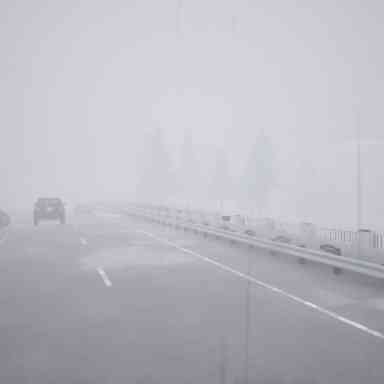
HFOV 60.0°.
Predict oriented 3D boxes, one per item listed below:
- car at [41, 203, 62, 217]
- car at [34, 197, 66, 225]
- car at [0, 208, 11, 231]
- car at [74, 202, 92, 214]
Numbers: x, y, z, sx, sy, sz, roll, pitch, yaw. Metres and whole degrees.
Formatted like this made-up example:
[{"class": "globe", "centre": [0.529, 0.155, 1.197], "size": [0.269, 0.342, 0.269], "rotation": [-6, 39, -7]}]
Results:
[{"class": "car", "centre": [-15.988, 1.958, 37.946], "size": [2.033, 1.411, 5.357], "rotation": [0, -1, -22]}, {"class": "car", "centre": [-11.306, 1.449, 26.477], "size": [2.150, 2.045, 5.566], "rotation": [0, -1, -22]}, {"class": "car", "centre": [-13.079, 1.717, 21.560], "size": [2.033, 1.411, 5.357], "rotation": [0, -1, -22]}, {"class": "car", "centre": [-13.591, 1.921, 41.334], "size": [1.882, 1.535, 5.008], "rotation": [0, -1, -22]}]
